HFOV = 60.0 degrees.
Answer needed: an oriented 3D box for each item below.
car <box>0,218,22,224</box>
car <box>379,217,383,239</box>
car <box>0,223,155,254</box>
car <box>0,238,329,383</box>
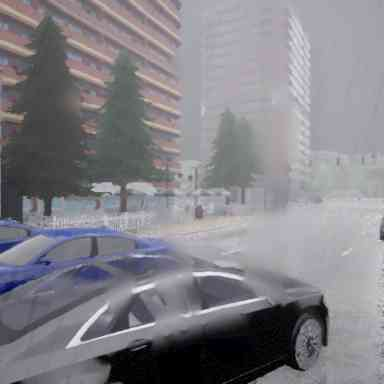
[{"bbox_3d":[-5.730,1.488,8.663,5.008,1.535,1.882,1,0,-39],"label":"car"},{"bbox_3d":[10.947,1.692,17.479,2.033,1.411,5.357,0,0,31],"label":"car"},{"bbox_3d":[-2.562,1.496,6.744,5.008,1.535,1.882,1,0,-40],"label":"car"},{"bbox_3d":[-0.244,1.510,3.983,4.902,1.511,2.128,0,0,-39],"label":"car"}]
